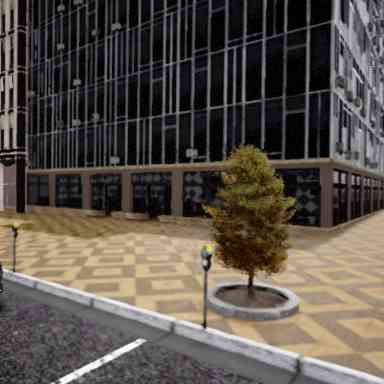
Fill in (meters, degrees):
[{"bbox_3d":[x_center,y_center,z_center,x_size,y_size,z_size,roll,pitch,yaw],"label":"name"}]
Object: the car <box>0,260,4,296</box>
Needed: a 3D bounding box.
[{"bbox_3d":[-5.512,1.493,6.796,4.403,1.369,2.008,0,1,36],"label":"car"}]
